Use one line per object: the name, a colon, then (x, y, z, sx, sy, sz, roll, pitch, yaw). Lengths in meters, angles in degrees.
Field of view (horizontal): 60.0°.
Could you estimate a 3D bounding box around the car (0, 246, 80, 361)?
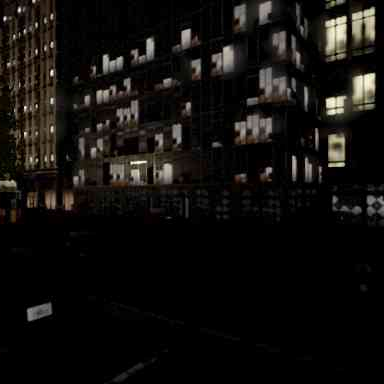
car: (-3.641, 1.569, 5.467, 4.313, 1.339, 1.947, 0, 0, 35)
